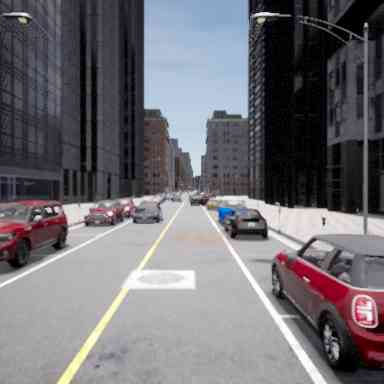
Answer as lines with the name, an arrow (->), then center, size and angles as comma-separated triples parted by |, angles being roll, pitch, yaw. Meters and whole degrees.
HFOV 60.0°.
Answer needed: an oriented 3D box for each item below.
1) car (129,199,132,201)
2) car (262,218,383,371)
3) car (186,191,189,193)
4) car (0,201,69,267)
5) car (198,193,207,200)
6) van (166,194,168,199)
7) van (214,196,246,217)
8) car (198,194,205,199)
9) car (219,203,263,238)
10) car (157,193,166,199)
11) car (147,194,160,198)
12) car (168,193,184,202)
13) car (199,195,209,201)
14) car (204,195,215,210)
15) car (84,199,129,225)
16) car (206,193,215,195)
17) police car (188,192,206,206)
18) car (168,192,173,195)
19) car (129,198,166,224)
car -> -5.866, 1.313, 28.225 | 1.967, 1.590, 4.097 | 0, 0, 0
car -> 2.665, 1.411, 5.656 | 1.967, 1.590, 4.097 | 0, 0, 0
car -> -0.018, 1.079, 84.447 | 1.994, 1.385, 4.181 | 0, 0, 0
car -> -5.861, 1.258, 11.307 | 2.192, 1.841, 5.009 | 0, 0, 0
car -> 2.648, 1.118, 84.603 | 1.967, 1.590, 4.097 | 0, 0, 0
van -> -5.874, 1.116, 62.066 | 1.690, 1.788, 3.998 | 0, 0, 0
van -> 2.660, 1.234, 22.573 | 1.690, 1.788, 3.998 | 0, 0, 0
car -> 2.647, 1.233, 90.243 | 1.802, 1.307, 4.206 | 0, 0, 0
car -> 2.662, 1.482, 16.935 | 1.947, 1.339, 4.313 | 0, 0, 0
car -> -5.873, 1.318, 56.255 | 1.752, 1.417, 4.829 | 0, 0, 0
car -> -5.877, 1.350, 44.942 | 1.752, 1.417, 4.829 | 0, 0, 1
car -> -3.030, 1.323, 65.686 | 1.994, 1.385, 4.181 | 0, 0, 0
car -> 2.651, 1.280, 73.325 | 2.008, 1.369, 4.403 | 0, 0, 0
car -> 2.657, 1.364, 39.698 | 1.752, 1.417, 4.829 | 0, 0, 1
car -> -5.865, 1.334, 22.587 | 1.967, 1.590, 4.097 | 0, 0, 0
car -> 2.654, 1.124, 50.765 | 2.192, 1.841, 5.009 | 0, 0, 0
police car -> 0.745, 1.232, 50.356 | 1.930, 1.638, 5.238 | -1, 0, 1
car -> -5.876, 1.287, 78.986 | 1.802, 1.307, 4.206 | 0, 0, 0
car -> -3.106, 1.413, 24.095 | 1.812, 1.442, 4.674 | 0, 0, 0
